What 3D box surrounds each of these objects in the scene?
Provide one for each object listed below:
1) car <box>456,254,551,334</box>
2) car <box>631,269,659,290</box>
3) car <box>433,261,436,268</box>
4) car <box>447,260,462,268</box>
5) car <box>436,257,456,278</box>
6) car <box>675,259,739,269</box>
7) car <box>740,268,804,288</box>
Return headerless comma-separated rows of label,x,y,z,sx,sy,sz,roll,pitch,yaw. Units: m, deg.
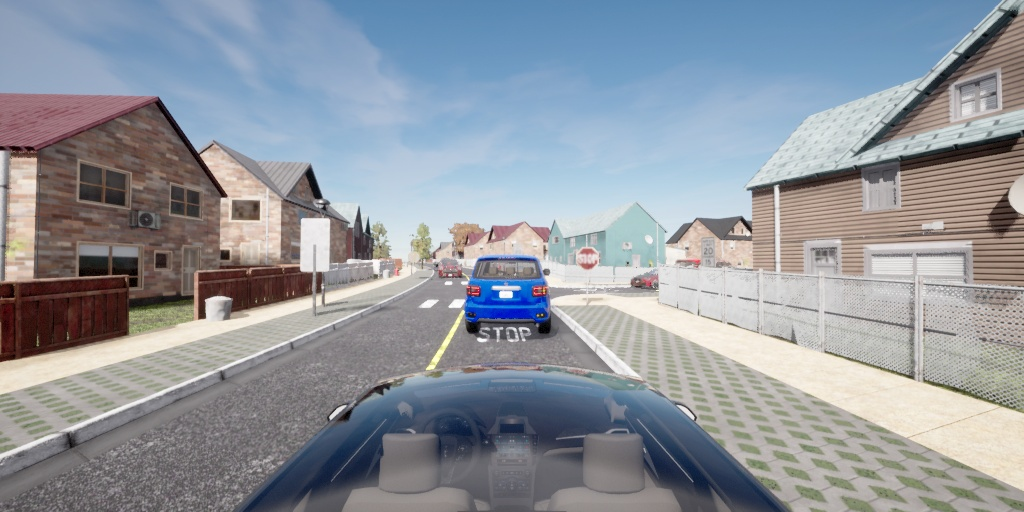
car,-0.019,0.975,10.851,2.150,2.045,5.566,0,0,3
car,10.539,1.624,25.324,4.181,1.385,1.994,1,-2,-18
car,-12.023,1.406,59.648,1.895,1.301,4.718,0,0,-17
car,-10.274,1.433,63.551,1.895,1.301,4.718,0,0,-19
car,-5.843,1.115,33.919,2.097,1.767,4.553,0,0,-10
car,12.831,1.242,22.947,5.566,2.045,2.150,1,-2,-20
car,21.162,1.779,29.167,4.892,1.490,1.837,2,-2,-20
